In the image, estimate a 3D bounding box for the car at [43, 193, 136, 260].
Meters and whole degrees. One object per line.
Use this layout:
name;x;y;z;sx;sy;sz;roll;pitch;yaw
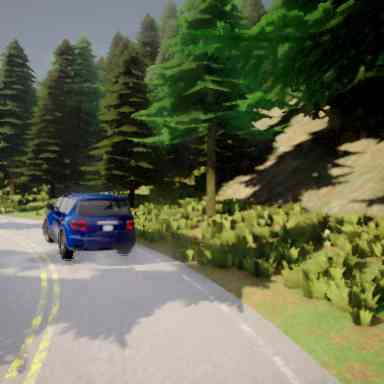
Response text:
car;-3.843;1.042;12.014;2.150;2.045;5.566;2;1;-31
